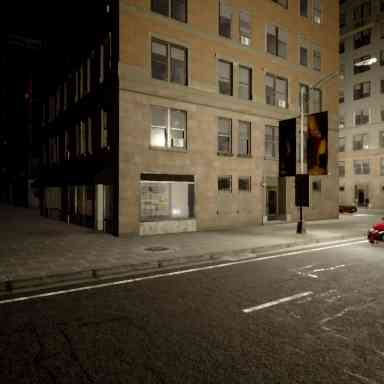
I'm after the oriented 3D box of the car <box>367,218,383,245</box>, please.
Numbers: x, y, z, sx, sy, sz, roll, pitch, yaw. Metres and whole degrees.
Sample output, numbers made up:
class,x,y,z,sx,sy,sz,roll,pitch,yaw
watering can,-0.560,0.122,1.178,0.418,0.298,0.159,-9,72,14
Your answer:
class,x,y,z,sx,sy,sz,roll,pitch,yaw
car,9.485,1.528,14.351,4.674,1.442,1.812,0,0,-35

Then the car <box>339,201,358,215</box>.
class,x,y,z,sx,sy,sz,roll,pitch,yaw
car,14.710,1.546,34.270,1.994,1.385,4.181,0,0,-35
